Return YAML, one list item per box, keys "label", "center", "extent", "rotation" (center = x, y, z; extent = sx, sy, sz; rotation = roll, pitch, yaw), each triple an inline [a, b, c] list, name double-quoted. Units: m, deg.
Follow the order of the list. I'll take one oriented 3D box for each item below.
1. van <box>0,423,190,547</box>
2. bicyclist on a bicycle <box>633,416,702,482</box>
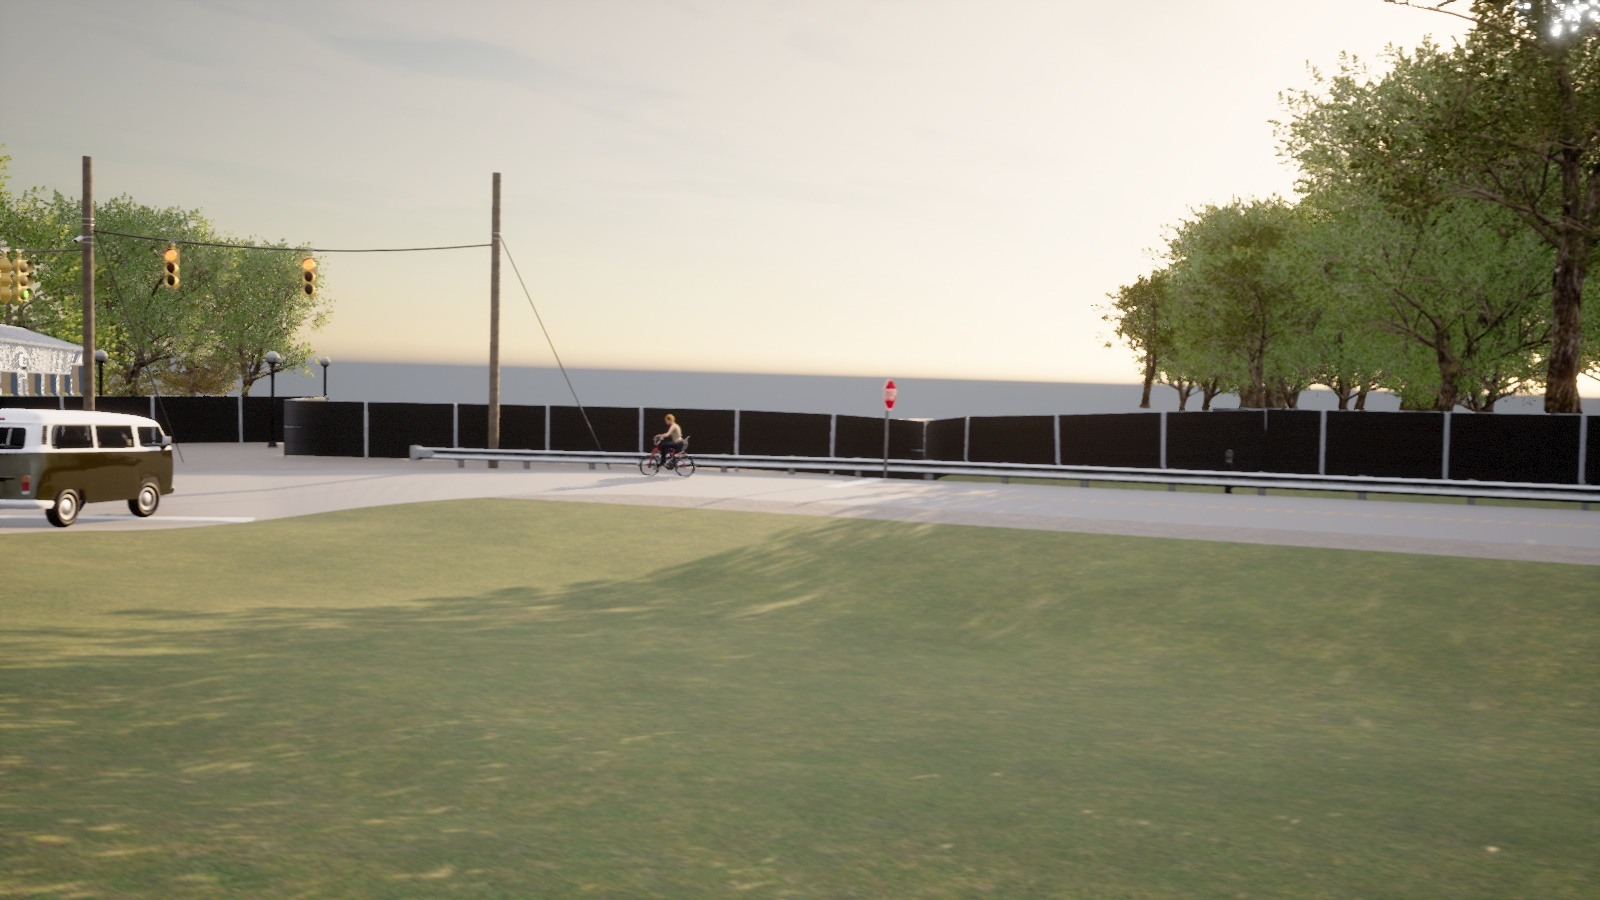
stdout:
- label: "van"
  center: [-13.371, 0.530, 22.982]
  extent: [2.069, 2.038, 4.480]
  rotation: [0, 1, 3]
- label: "bicyclist on a bicycle"
  center: [-3.390, -0.033, 32.124]
  extent: [1.509, 1.612, 0.866]
  rotation: [0, 4, 14]
